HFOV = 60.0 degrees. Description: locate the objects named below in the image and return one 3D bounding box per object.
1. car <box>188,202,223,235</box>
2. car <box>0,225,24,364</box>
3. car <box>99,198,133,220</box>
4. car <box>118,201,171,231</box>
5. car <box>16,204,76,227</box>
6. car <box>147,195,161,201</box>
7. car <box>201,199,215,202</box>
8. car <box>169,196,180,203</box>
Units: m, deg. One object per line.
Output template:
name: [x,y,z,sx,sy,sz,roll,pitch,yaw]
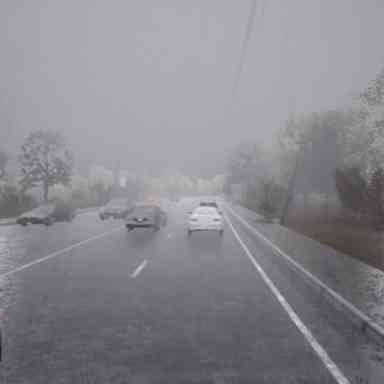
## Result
car: [0.769,1.529,18.629,1.812,1.442,4.674,0,0,3]
car: [-3.311,1.345,2.123,2.097,1.767,4.553,0,0,0]
car: [-5.980,1.339,27.308,2.097,1.767,4.553,0,0,3]
car: [-2.653,1.542,20.417,2.033,1.411,5.357,0,0,3]
car: [-9.737,1.526,22.796,2.033,1.411,5.357,0,0,3]
car: [-7.360,1.343,63.965,2.097,1.767,4.553,0,0,4]
car: [1.740,1.483,36.499,1.882,1.535,5.008,0,0,3]
car: [-3.586,1.492,68.537,1.994,1.385,4.181,0,0,3]
